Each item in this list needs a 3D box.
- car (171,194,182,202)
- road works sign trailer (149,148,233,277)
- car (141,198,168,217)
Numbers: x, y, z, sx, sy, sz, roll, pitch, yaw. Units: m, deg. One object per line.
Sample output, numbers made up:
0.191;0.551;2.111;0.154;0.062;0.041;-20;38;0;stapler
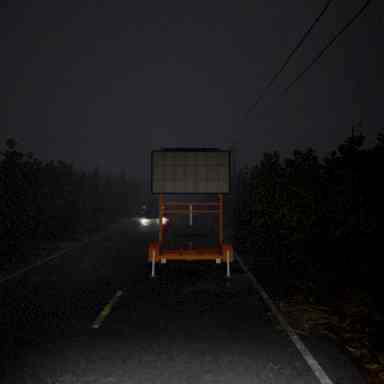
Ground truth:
-3.462;1.221;76.330;2.150;2.045;5.566;0;0;0;car
-0.035;0.464;10.220;2.380;3.560;2.880;0;0;0;road works sign trailer
-3.407;1.352;30.791;2.097;1.767;4.553;0;0;0;car
